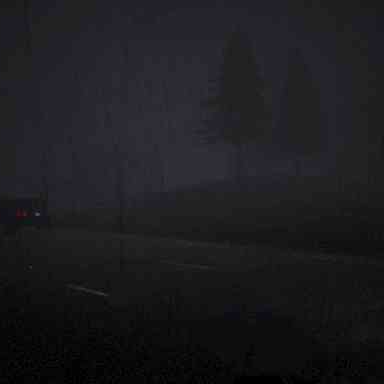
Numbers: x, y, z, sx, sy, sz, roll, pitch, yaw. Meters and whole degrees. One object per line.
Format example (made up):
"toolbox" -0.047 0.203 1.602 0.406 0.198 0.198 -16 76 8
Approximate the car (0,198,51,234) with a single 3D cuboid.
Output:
"car" -10.935 1.371 20.387 5.566 2.045 2.150 0 0 35
